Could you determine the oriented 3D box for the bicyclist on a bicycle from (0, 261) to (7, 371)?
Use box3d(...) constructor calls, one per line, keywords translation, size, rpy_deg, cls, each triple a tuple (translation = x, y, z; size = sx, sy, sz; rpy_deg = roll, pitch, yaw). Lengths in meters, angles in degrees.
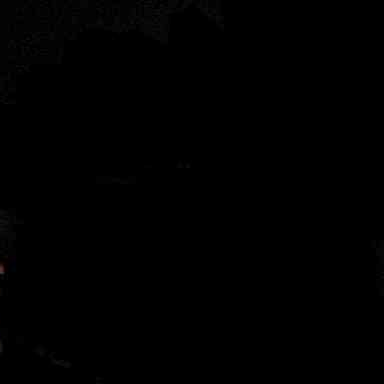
box3d(translation=(-2.830, 1.416, 4.382), size=(1.509, 1.612, 0.866), rpy_deg=(0, 0, 36), cls="bicyclist on a bicycle")
